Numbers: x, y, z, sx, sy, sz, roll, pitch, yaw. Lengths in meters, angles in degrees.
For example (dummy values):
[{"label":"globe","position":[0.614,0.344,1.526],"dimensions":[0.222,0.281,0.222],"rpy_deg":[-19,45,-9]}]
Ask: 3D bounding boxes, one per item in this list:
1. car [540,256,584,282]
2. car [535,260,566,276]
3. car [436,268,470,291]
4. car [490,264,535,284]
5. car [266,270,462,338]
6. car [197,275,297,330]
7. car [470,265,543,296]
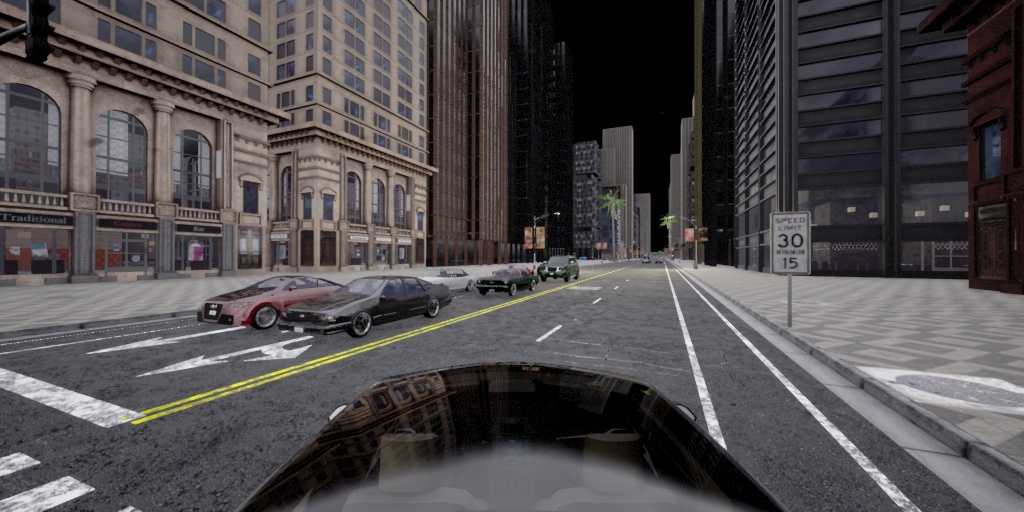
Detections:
[{"label":"car","position":[4.022,0.987,29.352],"dimensions":[2.150,2.045,5.566],"rpy_deg":[0,0,23]},{"label":"car","position":[4.143,1.251,37.930],"dimensions":[1.882,1.535,5.008],"rpy_deg":[0,0,23]},{"label":"car","position":[-3.715,1.357,19.357],"dimensions":[1.895,1.301,4.718],"rpy_deg":[0,0,23]},{"label":"car","position":[0.150,1.364,28.538],"dimensions":[1.895,1.301,4.718],"rpy_deg":[0,0,23]},{"label":"car","position":[-3.849,1.299,10.655],"dimensions":[2.033,1.411,5.357],"rpy_deg":[0,0,23]},{"label":"car","position":[-7.108,1.316,11.279],"dimensions":[1.994,1.385,4.181],"rpy_deg":[0,0,23]},{"label":"car","position":[-0.130,1.358,19.494],"dimensions":[1.895,1.301,4.718],"rpy_deg":[0,0,23]}]
